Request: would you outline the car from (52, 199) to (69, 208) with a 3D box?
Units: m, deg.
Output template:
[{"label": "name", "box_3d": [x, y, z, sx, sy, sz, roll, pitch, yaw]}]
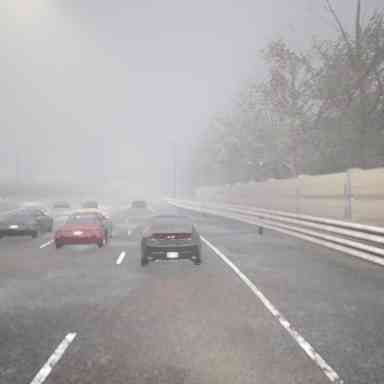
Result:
[{"label": "car", "box_3d": [-18.887, 1.638, 47.815, 1.994, 1.385, 4.181, 0, 0, -26]}]

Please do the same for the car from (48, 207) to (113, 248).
[{"label": "car", "box_3d": [-4.747, 1.583, 15.072, 1.994, 1.385, 4.181, 0, 0, -7]}]

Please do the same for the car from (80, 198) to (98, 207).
[{"label": "car", "box_3d": [-14.496, 1.584, 46.845, 1.812, 1.442, 4.674, 0, 0, -26]}]

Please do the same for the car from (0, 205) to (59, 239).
[{"label": "car", "box_3d": [-8.704, 1.598, 17.589, 1.994, 1.385, 4.181, 0, 0, -10]}]

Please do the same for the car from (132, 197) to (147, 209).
[{"label": "car", "box_3d": [-7.469, 1.510, 47.141, 1.882, 1.535, 5.008, 0, 0, -9]}]

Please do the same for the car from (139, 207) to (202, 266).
[{"label": "car", "box_3d": [-0.796, 1.509, 11.693, 1.837, 1.490, 4.892, 0, 0, -6]}]
